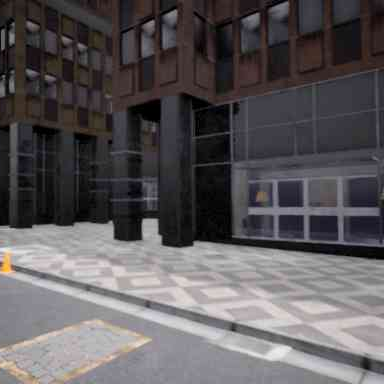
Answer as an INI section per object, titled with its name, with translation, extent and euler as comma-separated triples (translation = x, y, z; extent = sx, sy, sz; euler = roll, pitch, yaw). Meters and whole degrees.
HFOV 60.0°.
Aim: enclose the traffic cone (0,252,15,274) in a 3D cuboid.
[traffic cone]
translation = -5.542, 2.110, 9.982
extent = 0.340, 0.580, 0.340
euler = 0, -2, 37
